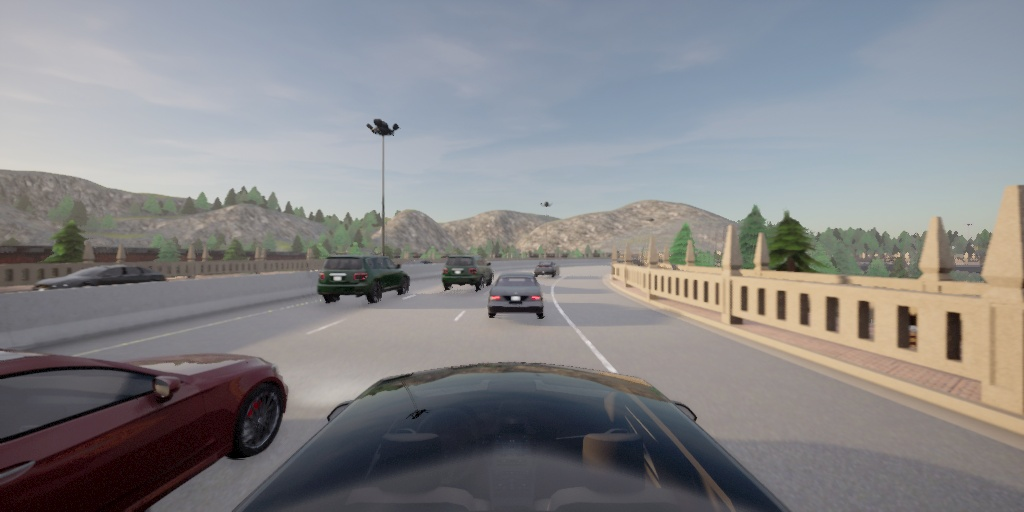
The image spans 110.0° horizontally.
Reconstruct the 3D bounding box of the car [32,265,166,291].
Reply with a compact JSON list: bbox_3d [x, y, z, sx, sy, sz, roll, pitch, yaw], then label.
[{"bbox_3d":[-20.666,1.252,18.282,1.837,1.490,4.892,0,0,4],"label":"car"}]

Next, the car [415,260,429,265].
[{"bbox_3d":[-10.612,1.308,36.563,1.994,1.385,4.181,0,0,15],"label":"car"}]

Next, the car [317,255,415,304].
[{"bbox_3d":[-6.625,0.969,16.650,2.150,2.045,5.566,0,0,3],"label":"car"}]

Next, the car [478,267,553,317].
[{"bbox_3d":[0.189,1.296,13.060,2.033,1.411,5.357,0,0,2],"label":"car"}]

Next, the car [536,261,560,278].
[{"bbox_3d":[3.468,1.236,34.356,2.128,1.511,4.902,0,0,15],"label":"car"}]

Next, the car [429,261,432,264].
[{"bbox_3d":[-11.717,1.248,45.078,1.837,1.490,4.892,0,0,19],"label":"car"}]

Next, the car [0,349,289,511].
[{"bbox_3d":[-3.414,1.276,2.074,1.812,1.442,4.674,0,0,0],"label":"car"}]

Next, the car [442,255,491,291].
[{"bbox_3d":[-2.609,0.968,22.074,2.150,2.045,5.566,0,0,7],"label":"car"}]
